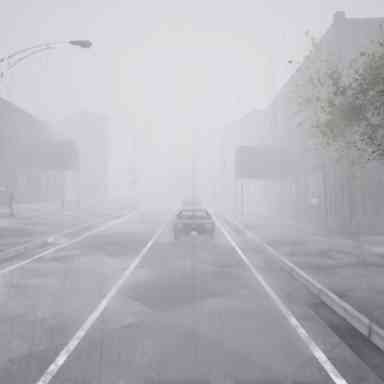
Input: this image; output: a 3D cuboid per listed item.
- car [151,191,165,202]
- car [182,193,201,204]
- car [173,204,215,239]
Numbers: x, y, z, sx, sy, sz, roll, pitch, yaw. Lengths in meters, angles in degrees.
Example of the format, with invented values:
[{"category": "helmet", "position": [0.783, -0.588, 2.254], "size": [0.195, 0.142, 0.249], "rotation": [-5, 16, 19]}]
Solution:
[{"category": "car", "position": [-5.404, 0.675, 52.217], "size": [1.837, 1.490, 4.892], "rotation": [1, 2, -13]}, {"category": "car", "position": [-0.063, 0.920, 37.985], "size": [2.097, 1.767, 4.553], "rotation": [0, 1, -2]}, {"category": "car", "position": [0.092, 1.501, 16.708], "size": [1.895, 1.301, 4.718], "rotation": [0, 1, 0]}]
